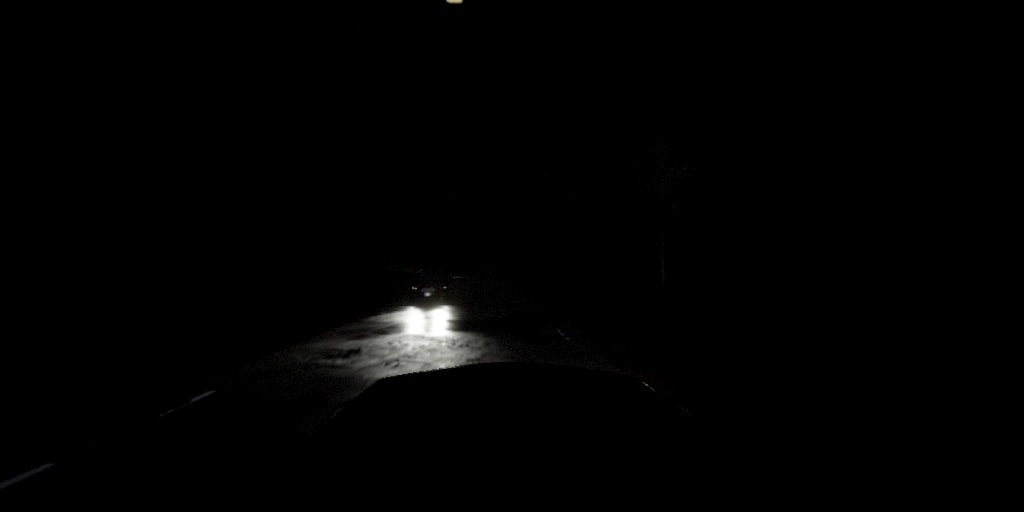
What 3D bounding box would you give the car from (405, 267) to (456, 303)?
[{"bbox_3d":[-3.928,1.473,18.258,2.128,1.511,4.902,0,-1,-5],"label":"car"}]
